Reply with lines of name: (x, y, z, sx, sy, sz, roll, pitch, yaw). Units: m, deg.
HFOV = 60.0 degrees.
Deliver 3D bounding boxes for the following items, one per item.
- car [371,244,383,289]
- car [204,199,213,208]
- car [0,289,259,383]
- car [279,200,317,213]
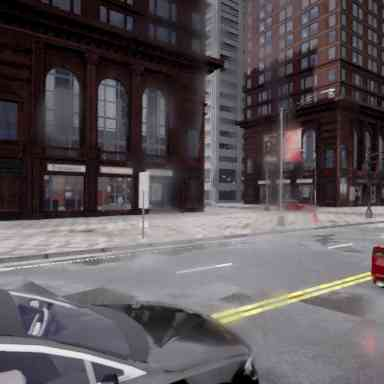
car: (6.209, 1.492, 7.867, 5.008, 1.535, 1.882, 0, 0, -35)
car: (1.383, 1.808, 53.892, 1.812, 1.442, 4.674, 1, -1, -35)
car: (-1.617, 1.492, 2.292, 4.902, 1.511, 2.128, 0, 0, -35)
car: (12.228, 1.723, 38.643, 1.812, 1.442, 4.674, 1, -1, -36)
